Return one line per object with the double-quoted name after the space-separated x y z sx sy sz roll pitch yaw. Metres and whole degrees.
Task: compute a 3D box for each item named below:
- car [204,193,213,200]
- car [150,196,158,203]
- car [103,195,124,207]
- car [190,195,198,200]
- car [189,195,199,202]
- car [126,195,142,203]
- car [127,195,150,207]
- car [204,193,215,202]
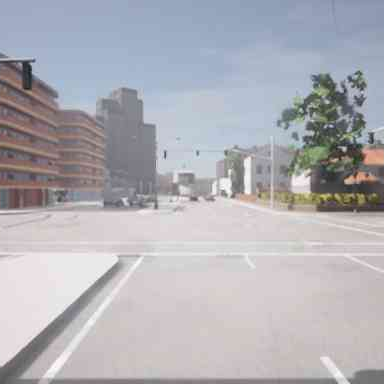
3.965 1.090 81.692 2.097 1.767 4.553 0 0 0 "car"
-7.649 1.381 64.158 1.994 1.385 4.181 0 0 1 "car"
-11.300 1.216 47.942 2.097 1.767 4.553 0 0 1 "car"
0.465 1.330 81.773 1.895 1.301 4.718 0 0 0 "car"
0.406 1.272 71.326 1.882 1.535 5.008 0 0 0 "car"
-11.152 1.316 63.856 2.128 1.511 4.902 0 0 1 "car"
-7.803 1.356 47.988 2.128 1.511 4.902 0 0 1 "car"
3.908 1.388 71.753 1.895 1.301 4.718 0 0 0 "car"
